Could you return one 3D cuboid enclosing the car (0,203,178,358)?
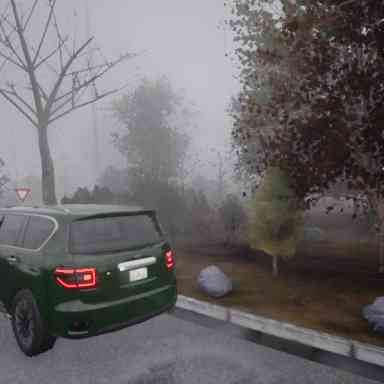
[{"bbox_3d":[-2.732,1.234,6.345,5.566,2.045,2.150,0,0,42],"label":"car"}]
